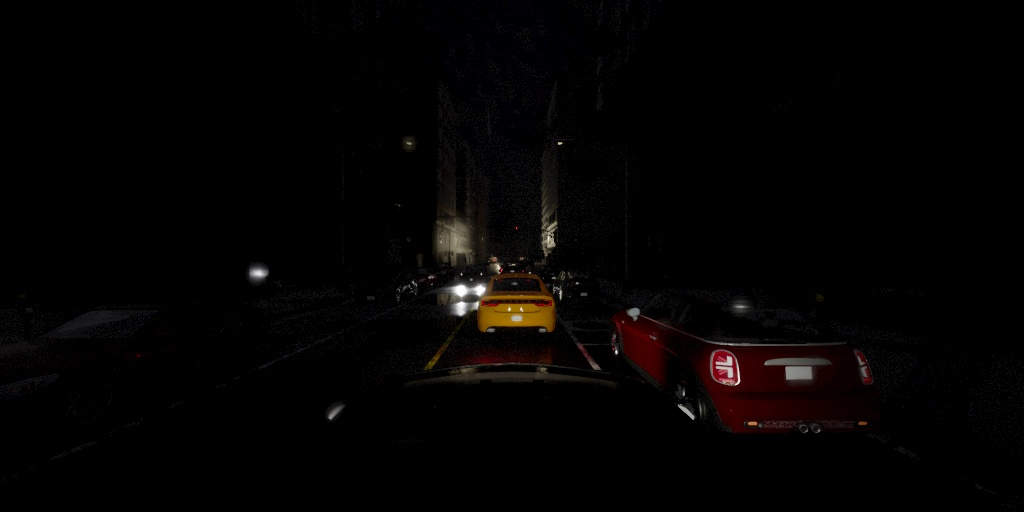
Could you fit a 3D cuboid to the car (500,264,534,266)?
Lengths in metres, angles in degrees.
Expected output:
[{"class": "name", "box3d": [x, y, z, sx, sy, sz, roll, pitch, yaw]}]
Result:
[{"class": "car", "box3d": [0.131, 1.315, 19.385, 1.994, 1.385, 4.181, 0, 0, 0]}]

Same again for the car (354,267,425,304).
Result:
[{"class": "car", "box3d": [-5.643, 1.316, 16.527, 1.948, 1.339, 4.313, 0, 0, 0]}]

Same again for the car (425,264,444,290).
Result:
[{"class": "car", "box3d": [-5.634, 1.333, 22.029, 1.802, 1.307, 4.207, 0, 0, 0]}]

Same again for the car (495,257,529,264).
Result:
[{"class": "car", "box3d": [0.075, 1.105, 28.118, 2.097, 1.767, 4.553, 0, 0, 1]}]

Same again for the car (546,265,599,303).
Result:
[{"class": "car", "box3d": [2.882, 1.301, 16.513, 2.007, 1.370, 4.403, 0, 0, 0]}]

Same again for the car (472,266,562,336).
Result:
[{"class": "car", "box3d": [0.112, 1.228, 10.397, 1.882, 1.535, 5.008, 0, 0, 0]}]

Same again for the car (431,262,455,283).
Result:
[{"class": "car", "box3d": [-5.624, 1.192, 27.530, 1.967, 1.591, 4.097, 0, 0, 0]}]

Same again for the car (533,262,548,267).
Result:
[{"class": "car", "box3d": [2.901, 1.318, 27.515, 1.948, 1.339, 4.313, 0, 0, 0]}]

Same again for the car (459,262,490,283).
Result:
[{"class": "car", "box3d": [-2.955, 1.408, 28.270, 1.895, 1.301, 4.718, 0, 0, 0]}]

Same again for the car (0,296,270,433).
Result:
[{"class": "car", "box3d": [-5.662, 1.332, 5.525, 1.802, 1.307, 4.207, 0, 0, 0]}]

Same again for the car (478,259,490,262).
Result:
[{"class": "car", "box3d": [-5.525, 1.373, 64.632, 1.802, 1.307, 4.207, 0, 0, 0]}]

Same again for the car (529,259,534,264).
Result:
[{"class": "car", "box3d": [3.000, 1.231, 64.604, 1.967, 1.591, 4.097, 0, 0, 0]}]

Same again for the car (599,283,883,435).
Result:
[{"class": "car", "box3d": [2.863, 1.190, 5.510, 1.967, 1.591, 4.097, 0, 0, 0]}]
